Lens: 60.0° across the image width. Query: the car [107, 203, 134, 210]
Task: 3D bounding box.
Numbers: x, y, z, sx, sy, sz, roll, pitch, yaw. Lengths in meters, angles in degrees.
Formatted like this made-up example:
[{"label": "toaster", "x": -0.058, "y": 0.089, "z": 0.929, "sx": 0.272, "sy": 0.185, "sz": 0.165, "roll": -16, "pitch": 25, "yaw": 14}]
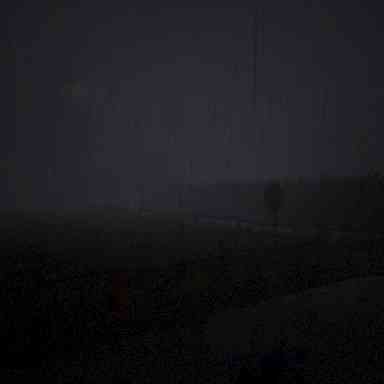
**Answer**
[{"label": "car", "x": -8.875, "y": 2.044, "z": 41.218, "sx": 1.895, "sy": 1.301, "sz": 4.718, "roll": 1, "pitch": -1, "yaw": -35}]
